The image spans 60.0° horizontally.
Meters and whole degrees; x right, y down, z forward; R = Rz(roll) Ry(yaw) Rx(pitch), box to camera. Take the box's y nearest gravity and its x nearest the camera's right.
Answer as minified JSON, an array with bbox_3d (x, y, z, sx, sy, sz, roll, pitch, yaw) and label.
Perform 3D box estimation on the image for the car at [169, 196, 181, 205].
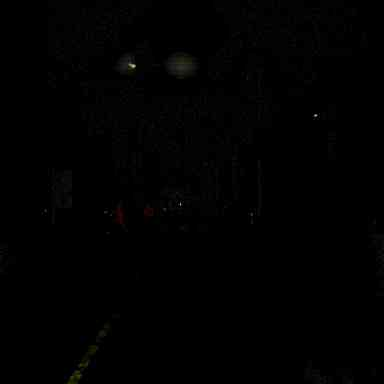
[{"bbox_3d":[-3.087,1.417,59.785,1.882,1.535,5.008,0,0,0],"label":"car"}]

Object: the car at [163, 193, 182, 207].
[{"bbox_3d":[-3.009,1.177,49.327,2.150,2.045,5.566,0,0,0],"label":"car"}]

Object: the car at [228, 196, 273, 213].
[{"bbox_3d":[6.354,1.345,36.663,4.553,1.767,2.097,-1,-1,-1],"label":"car"}]

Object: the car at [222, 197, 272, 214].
[{"bbox_3d":[5.401,1.460,33.392,4.674,1.442,1.812,-1,-1,-1],"label":"car"}]

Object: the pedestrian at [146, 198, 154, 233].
[{"bbox_3d":[-2.327,1.288,18.360,0.375,1.860,0.375,1,-1,0],"label":"pedestrian"}]

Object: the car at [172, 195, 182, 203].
[{"bbox_3d":[-3.109,1.403,70.118,1.882,1.535,5.008,0,0,-1],"label":"car"}]

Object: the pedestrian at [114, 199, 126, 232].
[{"bbox_3d":[-4.081,1.290,18.897,0.375,1.860,0.375,1,-1,0],"label":"pedestrian"}]

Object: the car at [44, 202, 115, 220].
[{"bbox_3d":[-8.819,1.463,26.021,5.357,1.411,2.033,-1,-1,9],"label":"car"}]

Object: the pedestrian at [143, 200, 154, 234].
[{"bbox_3d":[-2.327,1.289,17.622,0.375,1.860,0.375,1,-1,0],"label":"pedestrian"}]
